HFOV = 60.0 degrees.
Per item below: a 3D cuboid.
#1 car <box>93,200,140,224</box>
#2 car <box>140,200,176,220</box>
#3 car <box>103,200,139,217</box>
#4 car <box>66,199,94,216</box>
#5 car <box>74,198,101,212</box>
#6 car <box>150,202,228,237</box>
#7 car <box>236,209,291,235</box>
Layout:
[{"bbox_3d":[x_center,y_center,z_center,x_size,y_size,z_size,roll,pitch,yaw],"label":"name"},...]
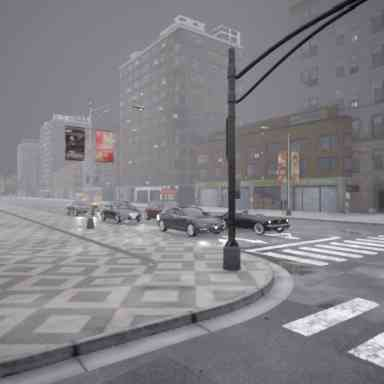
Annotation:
[{"bbox_3d":[-5.702,1.581,26.265,2.128,1.511,4.902,0,0,-36],"label":"car"},{"bbox_3d":[-1.986,1.434,26.690,2.097,1.767,4.553,0,0,-36],"label":"car"},{"bbox_3d":[-7.326,1.618,34.037,1.837,1.490,4.892,0,0,-36],"label":"car"},{"bbox_3d":[-11.548,1.626,34.325,1.837,1.490,4.892,0,0,-36],"label":"car"},{"bbox_3d":[-13.361,1.618,42.393,1.882,1.535,5.008,0,0,-35],"label":"car"},{"bbox_3d":[-0.207,1.558,18.704,1.837,1.490,4.892,0,0,-36],"label":"car"},{"bbox_3d":[3.338,1.647,19.364,1.895,1.301,4.718,0,0,-36],"label":"car"}]
